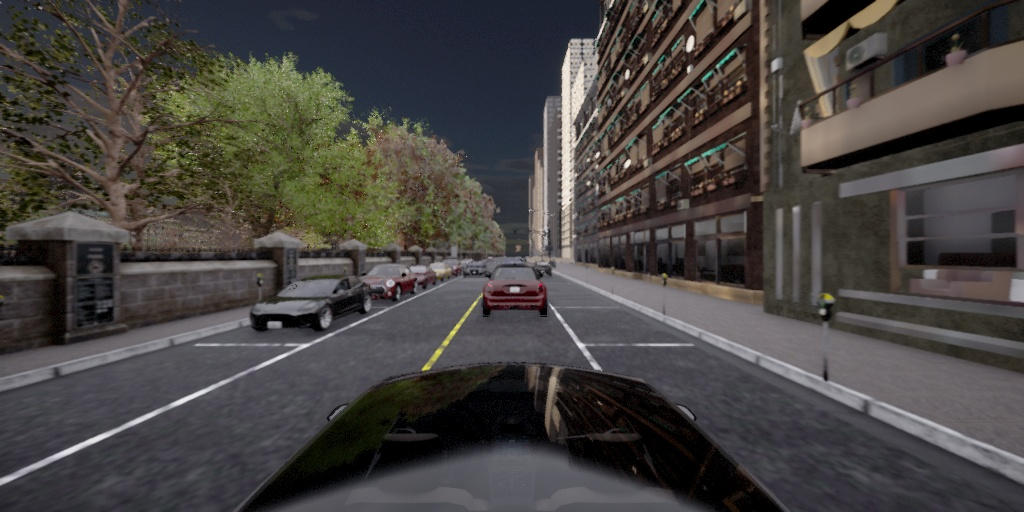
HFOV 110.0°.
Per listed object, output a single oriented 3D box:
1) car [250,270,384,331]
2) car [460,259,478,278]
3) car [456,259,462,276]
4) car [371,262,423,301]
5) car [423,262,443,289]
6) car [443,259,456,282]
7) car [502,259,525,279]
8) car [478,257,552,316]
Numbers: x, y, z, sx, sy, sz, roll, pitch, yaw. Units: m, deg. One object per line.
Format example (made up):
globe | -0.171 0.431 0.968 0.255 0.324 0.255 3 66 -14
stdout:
car | -5.686 1.264 10.774 1.948 1.339 4.313 0 0 0
car | -3.081 1.146 31.422 1.994 1.385 4.181 0 0 0
car | -5.674 1.014 32.928 1.967 1.591 4.097 0 0 0
car | -5.683 1.106 16.312 1.967 1.591 4.097 0 0 0
car | -5.679 1.217 21.851 1.802 1.307 4.207 0 0 0
car | -5.677 1.130 27.219 1.751 1.417 4.829 0 0 0
car | 0.112 1.062 30.950 1.882 1.535 5.008 0 0 0
car | 0.097 1.035 13.103 2.097 1.767 4.553 0 0 0
